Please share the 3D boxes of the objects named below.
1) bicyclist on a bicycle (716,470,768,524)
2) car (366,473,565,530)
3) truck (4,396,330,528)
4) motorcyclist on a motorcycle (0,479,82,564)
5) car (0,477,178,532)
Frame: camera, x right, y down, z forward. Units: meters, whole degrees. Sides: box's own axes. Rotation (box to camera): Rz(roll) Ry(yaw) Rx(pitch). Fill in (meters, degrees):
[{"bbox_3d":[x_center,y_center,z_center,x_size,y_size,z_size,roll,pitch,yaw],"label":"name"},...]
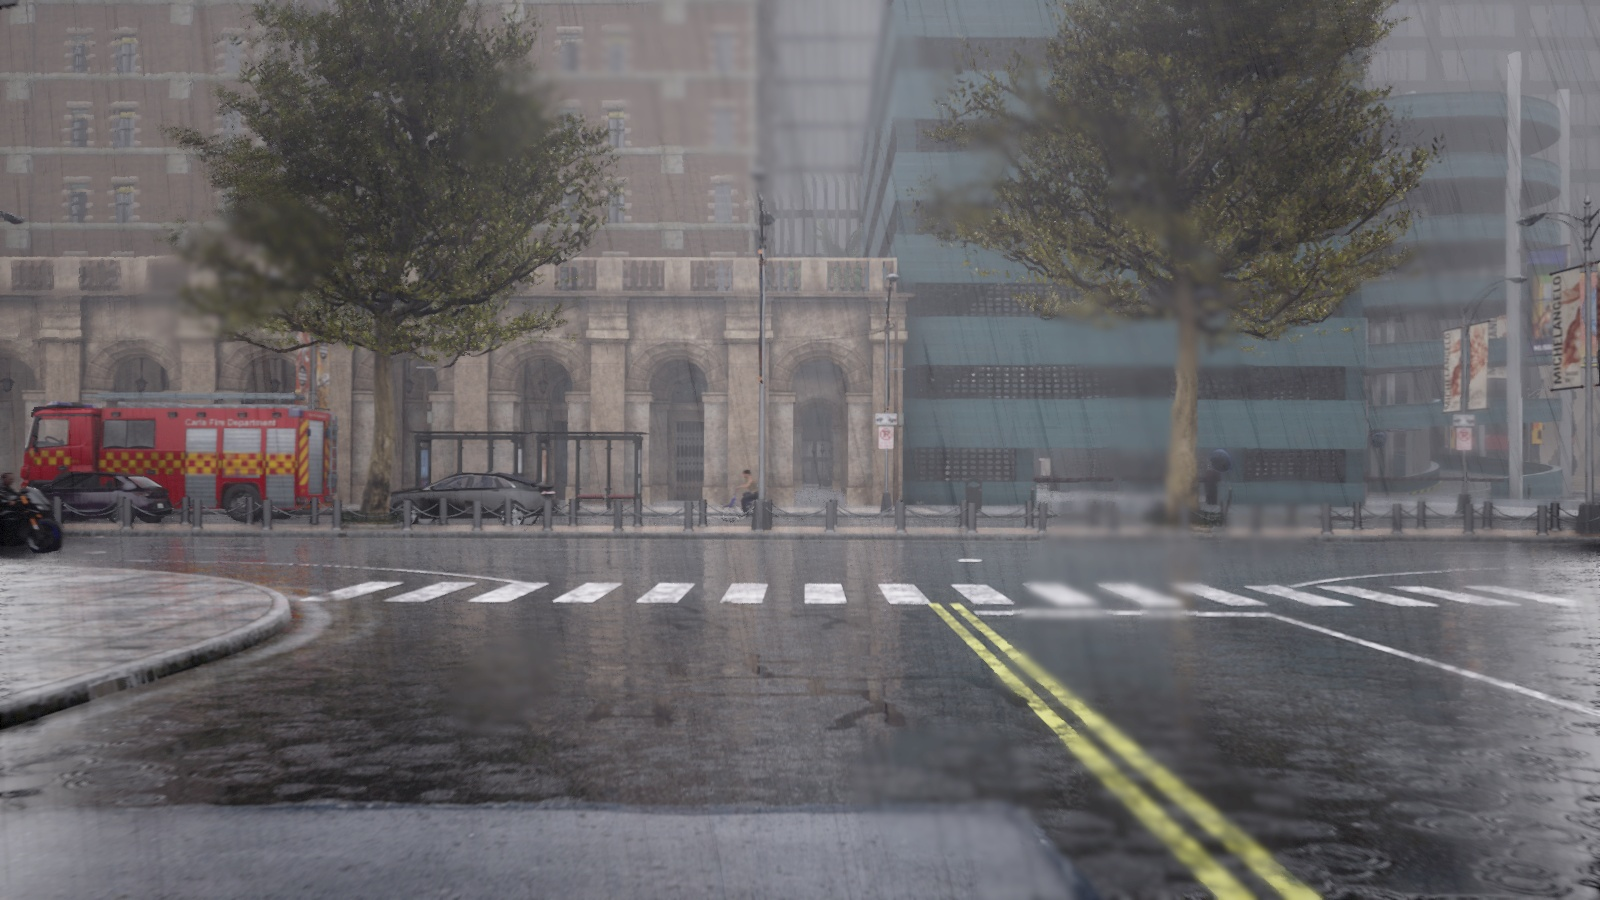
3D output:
[{"bbox_3d":[-1.758,1.405,38.026,1.509,1.612,0.866,0,-1,1],"label":"bicyclist on a bicycle"},{"bbox_3d":[-9.136,1.397,34.637,4.902,1.511,2.128,0,-1,1],"label":"car"},{"bbox_3d":[-19.112,0.377,38.290,8.468,3.827,2.891,0,-1,1],"label":"truck"},{"bbox_3d":[-14.607,1.303,23.210,2.191,1.530,0.866,0,-1,1],"label":"motorcyclist on a motorcycle"},{"bbox_3d":[-19.782,1.499,34.779,4.193,1.474,1.816,0,-1,1],"label":"car"}]
